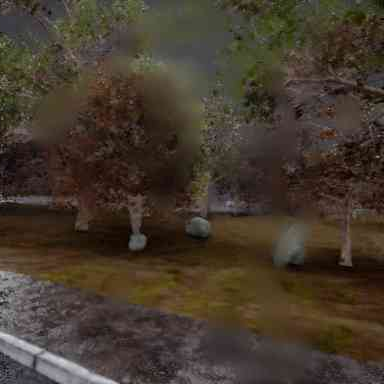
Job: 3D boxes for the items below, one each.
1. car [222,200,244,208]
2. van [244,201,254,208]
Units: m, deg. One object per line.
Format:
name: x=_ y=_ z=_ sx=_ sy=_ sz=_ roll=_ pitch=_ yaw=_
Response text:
car: x=10.468 y=3.034 z=88.371 sx=5.566 sy=2.045 sz=2.435 roll=4 pitch=0 yaw=-45
van: x=14.324 y=3.300 z=92.224 sx=4.442 sy=1.987 sz=1.878 roll=4 pitch=0 yaw=-45
